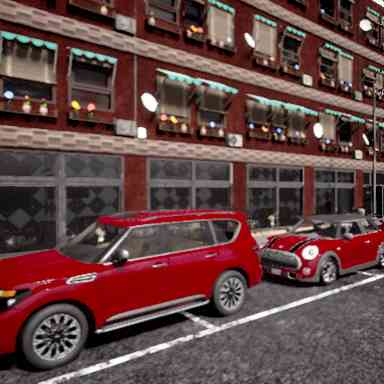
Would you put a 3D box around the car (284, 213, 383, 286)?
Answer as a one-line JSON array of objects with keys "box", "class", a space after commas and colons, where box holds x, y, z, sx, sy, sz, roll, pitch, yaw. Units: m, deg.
[{"box": [3.651, 1.372, 9.158, 4.097, 1.590, 1.967, -1, 1, -35], "class": "car"}]

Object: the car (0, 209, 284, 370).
[{"box": [-0.939, 1.294, 5.886, 5.009, 1.841, 2.192, -1, 1, -35], "class": "car"}]
